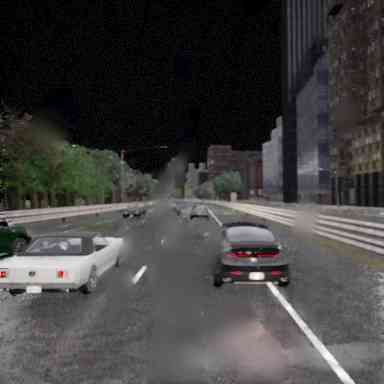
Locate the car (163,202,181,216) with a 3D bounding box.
[{"bbox_3d":[-2.505,2.047,42.399,2.097,1.767,4.553,0,-1,1],"label":"car"}]

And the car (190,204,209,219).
[{"bbox_3d":[0.812,2.102,35.094,1.994,1.385,4.181,0,-1,1],"label":"car"}]

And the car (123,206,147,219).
[{"bbox_3d":[-6.126,2.215,36.248,1.895,1.301,4.718,0,-1,1],"label":"car"}]

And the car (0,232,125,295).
[{"bbox_3d":[-3.182,1.735,9.033,1.895,1.301,4.718,0,-1,1],"label":"car"}]

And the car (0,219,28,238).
[{"bbox_3d":[-6.697,1.385,9.185,2.150,2.045,5.566,0,-1,1],"label":"car"}]

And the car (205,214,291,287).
[{"bbox_3d":[1.455,1.611,9.655,1.837,1.490,4.892,0,-1,1],"label":"car"}]

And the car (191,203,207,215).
[{"bbox_3d":[0.964,2.283,45.234,1.994,1.385,4.181,0,-1,1],"label":"car"}]
